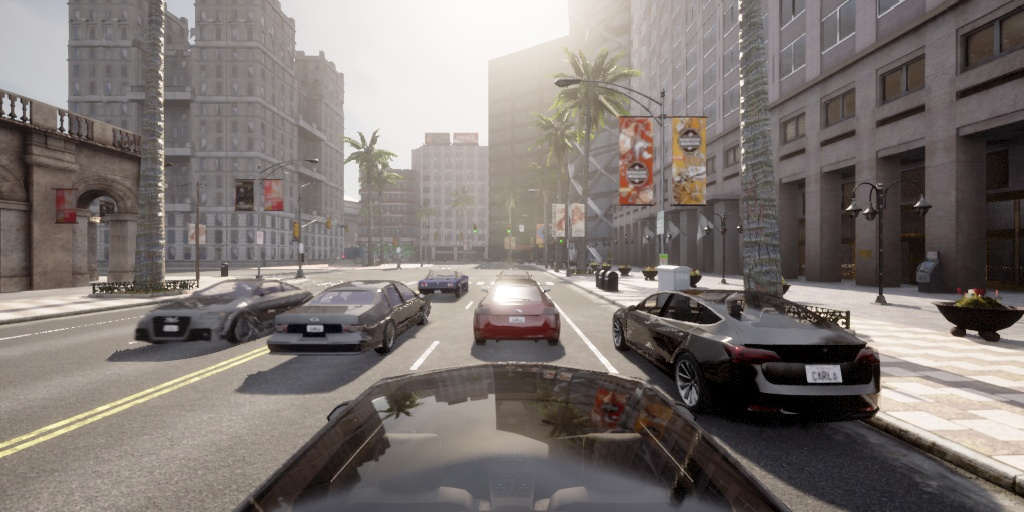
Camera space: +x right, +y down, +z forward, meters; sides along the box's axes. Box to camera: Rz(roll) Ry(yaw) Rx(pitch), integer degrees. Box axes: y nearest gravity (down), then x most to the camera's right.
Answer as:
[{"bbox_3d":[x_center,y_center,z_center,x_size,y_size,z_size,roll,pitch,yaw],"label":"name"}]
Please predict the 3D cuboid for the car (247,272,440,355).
[{"bbox_3d":[-3.395,1.298,8.698,2.033,1.411,5.357,0,0,0],"label":"car"}]

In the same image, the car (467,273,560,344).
[{"bbox_3d":[0.108,1.314,9.596,1.994,1.385,4.181,0,0,0],"label":"car"}]

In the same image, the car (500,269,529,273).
[{"bbox_3d":[0.117,1.351,18.665,1.895,1.301,4.718,0,0,0],"label":"car"}]

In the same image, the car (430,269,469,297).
[{"bbox_3d":[-3.384,1.351,18.628,1.895,1.301,4.718,0,0,0],"label":"car"}]

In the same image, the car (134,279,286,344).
[{"bbox_3d":[-7.073,1.314,9.434,1.994,1.385,4.181,0,0,0],"label":"car"}]
